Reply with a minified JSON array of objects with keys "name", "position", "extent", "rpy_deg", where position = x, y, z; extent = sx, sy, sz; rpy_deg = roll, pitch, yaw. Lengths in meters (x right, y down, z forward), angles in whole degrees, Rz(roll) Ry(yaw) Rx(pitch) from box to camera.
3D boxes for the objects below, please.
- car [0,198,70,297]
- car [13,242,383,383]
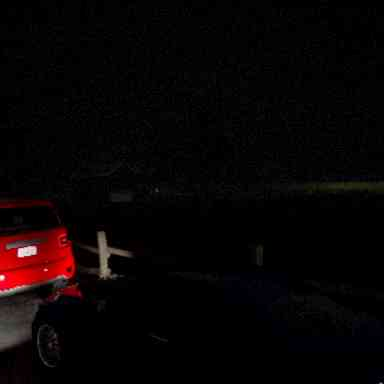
[{"name":"car","position":[-4.889,1.213,7.411],"extent":[5.566,2.045,2.150],"rpy_deg":[-3,1,39]},{"name":"car","position":[-0.030,1.555,3.989],"extent":[4.674,1.442,1.812],"rpy_deg":[0,0,36]}]
